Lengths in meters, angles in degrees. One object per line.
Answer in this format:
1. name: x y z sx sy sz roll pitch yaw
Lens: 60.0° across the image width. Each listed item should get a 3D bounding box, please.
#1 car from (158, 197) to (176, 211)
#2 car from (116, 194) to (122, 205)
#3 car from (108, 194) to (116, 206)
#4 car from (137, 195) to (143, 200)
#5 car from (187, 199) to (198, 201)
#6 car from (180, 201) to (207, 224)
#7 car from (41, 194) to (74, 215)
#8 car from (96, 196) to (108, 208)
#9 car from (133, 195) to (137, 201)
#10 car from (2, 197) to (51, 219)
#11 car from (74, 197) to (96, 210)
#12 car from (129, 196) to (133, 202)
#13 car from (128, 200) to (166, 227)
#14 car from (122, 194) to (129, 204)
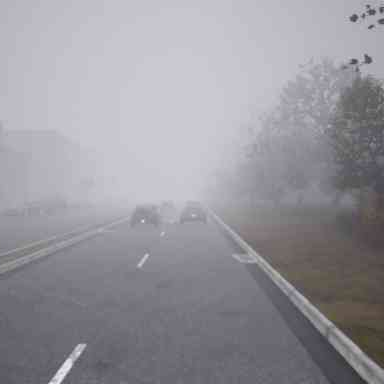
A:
1. car: -3.138 1.669 42.970 1.812 1.442 4.674 0 0 0
2. car: -15.176 1.637 62.739 1.946 1.575 5.366 0 0 0
3. car: -15.154 1.495 57.431 2.185 1.767 4.553 0 0 0
4. car: -15.291 1.735 90.489 1.946 1.575 5.366 0 0 0
5. car: 0.112 1.620 42.847 1.882 1.535 5.008 0 0 0
6. car: 0.108 1.648 25.556 1.994 1.385 4.181 0 0 0
7. car: -15.063 1.292 35.397 2.435 2.045 5.566 0 0 0
8. car: -15.130 1.598 51.689 1.946 1.575 5.366 0 0 0
9. car: -15.245 1.701 79.631 2.231 1.521 4.892 0 0 0
10. car: -15.041 1.525 29.906 2.231 1.521 4.892 0 0 0
11. car: -15.158 1.578 44.817 2.231 1.521 4.892 0 0 1
12. car: -15.224 1.681 74.105 2.231 1.521 4.892 0 0 0
13. car: -3.143 1.585 23.722 1.837 1.490 4.892 0 0 0
14. car: -15.199 1.409 68.422 2.435 2.045 5.566 0 0 0
